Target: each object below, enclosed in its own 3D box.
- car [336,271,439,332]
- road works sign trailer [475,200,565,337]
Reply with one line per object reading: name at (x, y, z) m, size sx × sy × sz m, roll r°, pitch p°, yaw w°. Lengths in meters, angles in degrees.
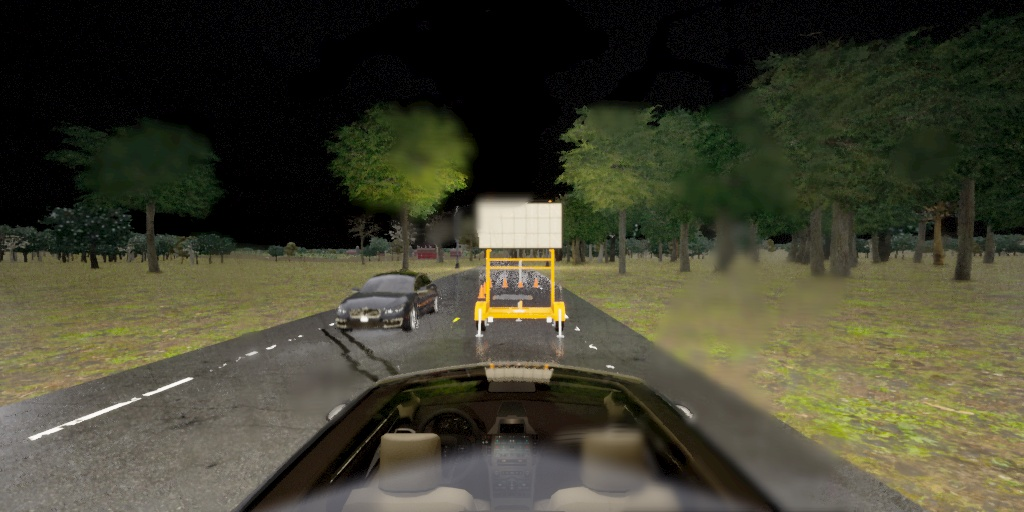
car at (-3.478, 1.251, 10.889) m, size 1.837 × 1.490 × 4.892 m, roll 0°, pitch 0°, yaw 0°
road works sign trailer at (0.240, 0.210, 10.246) m, size 2.380 × 3.560 × 2.880 m, roll 0°, pitch 0°, yaw 2°
